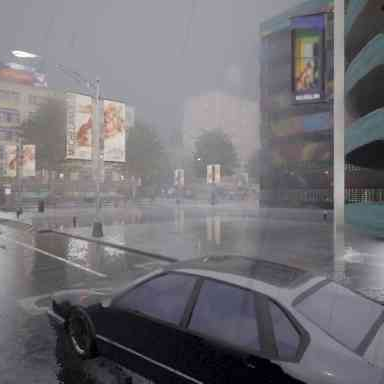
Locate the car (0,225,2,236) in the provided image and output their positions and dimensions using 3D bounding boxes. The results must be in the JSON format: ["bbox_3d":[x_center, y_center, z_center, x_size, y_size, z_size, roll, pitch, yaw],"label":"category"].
[{"bbox_3d":[-10.229,1.601,15.122,1.895,1.301,4.718,0,0,-42],"label":"car"}]

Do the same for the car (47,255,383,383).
[{"bbox_3d":[0.342,1.548,4.080,5.357,1.411,2.033,0,0,39],"label":"car"}]

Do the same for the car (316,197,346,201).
[{"bbox_3d":[17.422,1.320,42.551,4.674,1.452,2.002,0,0,-42],"label":"car"}]
